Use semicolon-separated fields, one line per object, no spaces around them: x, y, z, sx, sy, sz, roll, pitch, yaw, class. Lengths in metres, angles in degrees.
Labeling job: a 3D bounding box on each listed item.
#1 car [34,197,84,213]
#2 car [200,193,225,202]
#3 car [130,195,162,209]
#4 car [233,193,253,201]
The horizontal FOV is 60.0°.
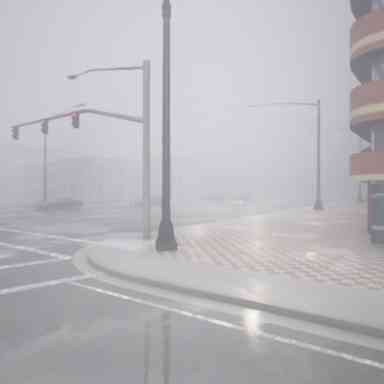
-13.267;1.258;33.295;2.128;1.511;4.902;0;1;37;car
3.515;0.842;55.694;2.033;1.411;5.357;0;1;37;car
-5.042;1.127;38.460;2.128;1.511;4.902;0;1;37;car
8.723;0.798;56.756;1.994;1.385;4.181;0;1;37;car
